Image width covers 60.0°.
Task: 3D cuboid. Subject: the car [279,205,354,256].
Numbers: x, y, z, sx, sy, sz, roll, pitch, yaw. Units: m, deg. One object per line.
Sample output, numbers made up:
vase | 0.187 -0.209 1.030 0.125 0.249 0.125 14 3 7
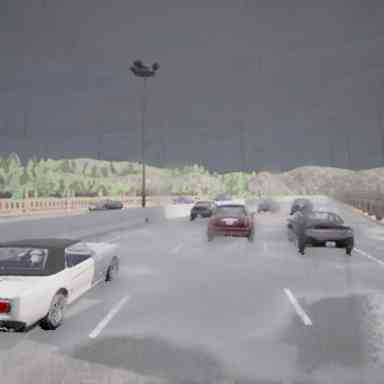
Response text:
car | 4.982 1.513 13.404 2.128 1.511 4.902 0 0 9

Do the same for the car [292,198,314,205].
car | 11.687 1.441 35.158 2.097 1.767 4.553 0 0 21

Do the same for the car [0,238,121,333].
car | -2.964 1.593 6.830 1.895 1.301 4.718 0 0 5

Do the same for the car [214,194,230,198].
car | 5.072 1.394 56.533 2.150 2.045 5.566 0 -1 22

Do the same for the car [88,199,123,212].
car | -9.888 1.540 38.291 2.128 1.511 4.902 0 0 21

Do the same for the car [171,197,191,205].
car | -1.447 1.468 49.859 2.097 1.767 4.553 0 0 23

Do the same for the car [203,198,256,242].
car | 2.078 1.369 16.667 2.097 1.767 4.553 0 0 11

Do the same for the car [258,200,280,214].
car | 8.566 1.636 36.888 2.033 1.411 5.357 0 0 22

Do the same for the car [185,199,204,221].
car | 1.270 1.543 27.235 1.837 1.490 4.892 0 0 18
